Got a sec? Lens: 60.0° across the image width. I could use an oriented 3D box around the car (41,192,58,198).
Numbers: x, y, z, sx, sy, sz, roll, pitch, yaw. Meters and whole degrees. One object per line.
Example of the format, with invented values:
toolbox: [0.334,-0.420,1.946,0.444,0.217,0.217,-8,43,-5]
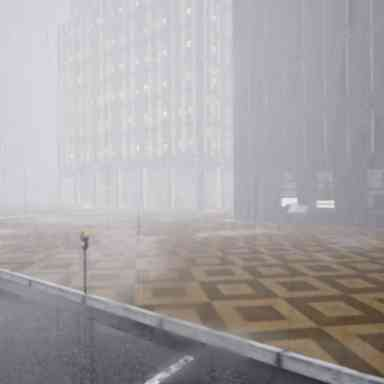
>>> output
car: [-30.432,0.644,72.103,1.967,1.590,4.097,0,0,36]
